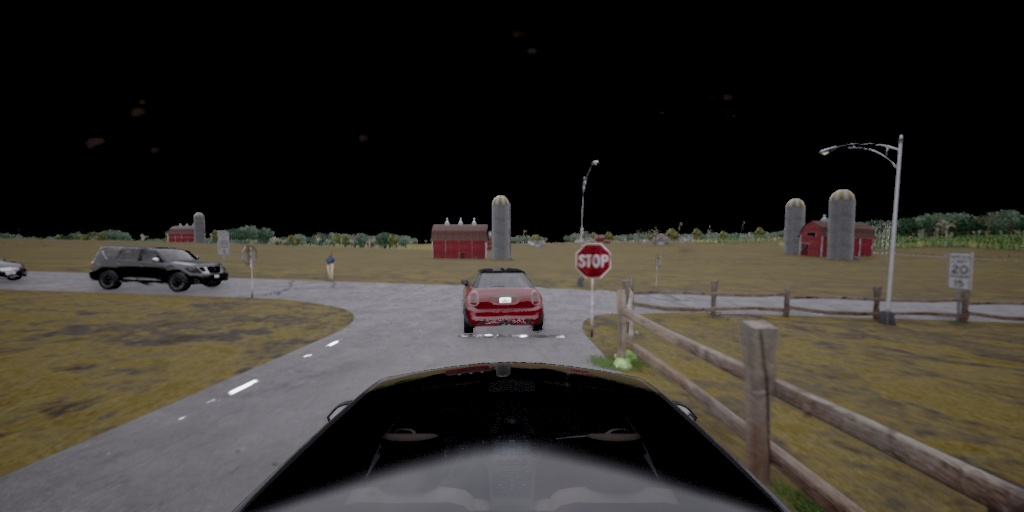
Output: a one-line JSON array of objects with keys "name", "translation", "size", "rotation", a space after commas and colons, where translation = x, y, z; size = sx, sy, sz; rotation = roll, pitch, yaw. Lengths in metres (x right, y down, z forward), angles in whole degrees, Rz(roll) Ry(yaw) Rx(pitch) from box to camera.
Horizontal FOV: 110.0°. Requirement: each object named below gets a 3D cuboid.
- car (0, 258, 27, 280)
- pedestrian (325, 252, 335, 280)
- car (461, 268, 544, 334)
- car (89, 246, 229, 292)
[{"name": "car", "translation": [-27.405, 0.510, 17.888], "size": [4.902, 1.511, 2.128], "rotation": [2, 2, 1]}, {"name": "pedestrian", "translation": [-12.032, 0.631, 23.773], "size": [0.375, 1.860, 0.375], "rotation": [0, 1, 0]}, {"name": "car", "translation": [-0.477, 1.136, 11.071], "size": [2.097, 1.767, 4.553], "rotation": [0, 0, -8]}, {"name": "car", "translation": [-17.414, 0.573, 17.823], "size": [5.566, 2.045, 2.150], "rotation": [2, 2, 0]}]
